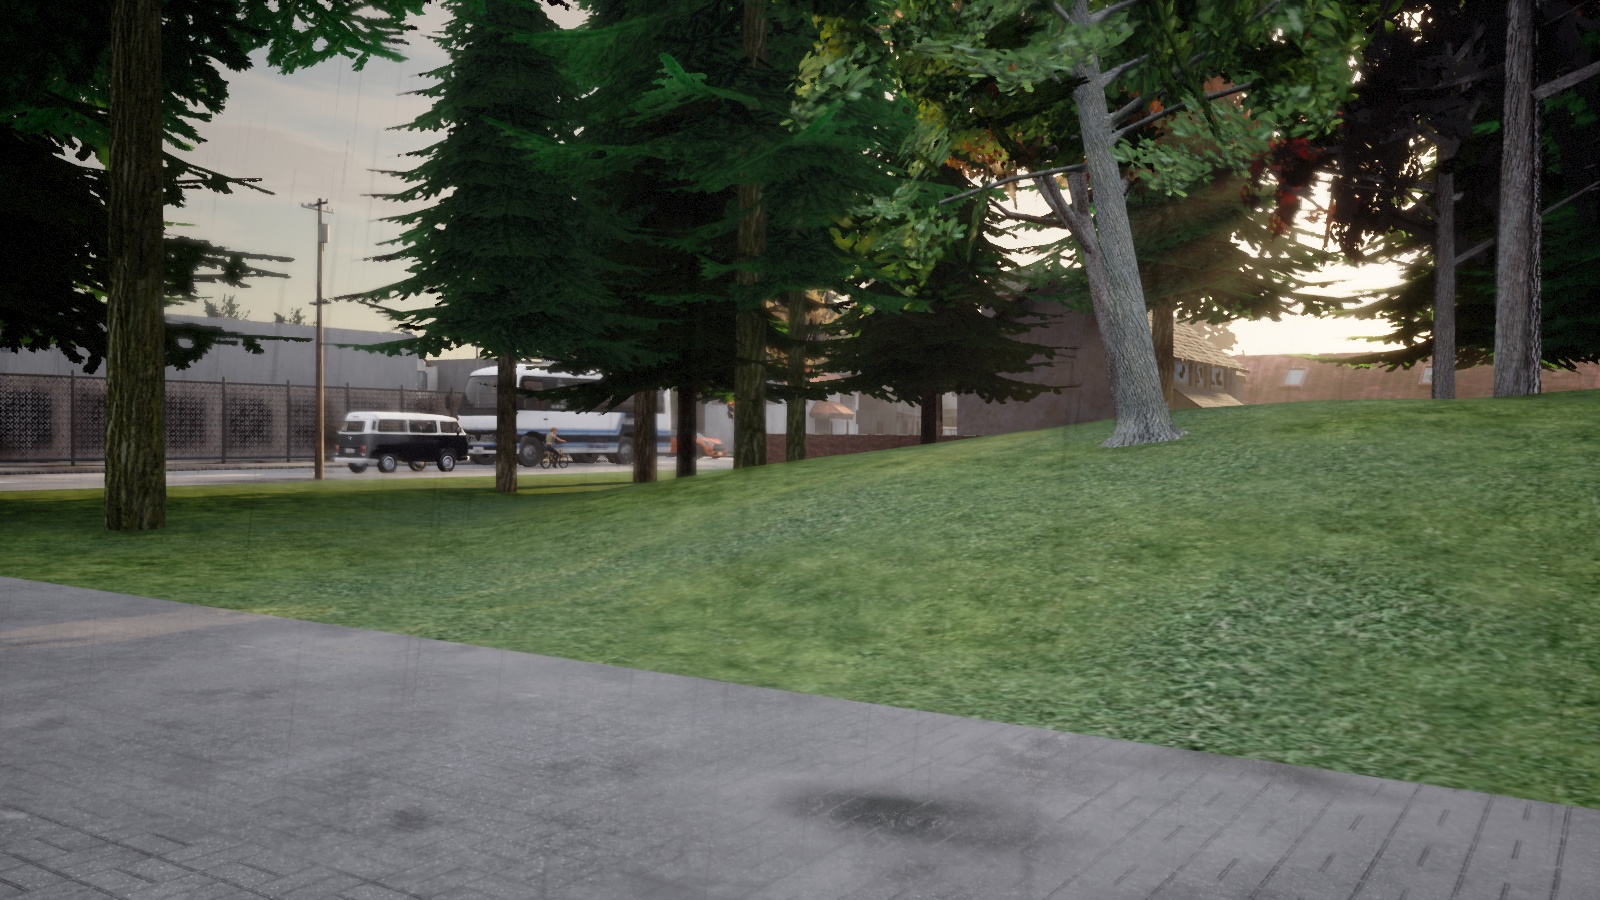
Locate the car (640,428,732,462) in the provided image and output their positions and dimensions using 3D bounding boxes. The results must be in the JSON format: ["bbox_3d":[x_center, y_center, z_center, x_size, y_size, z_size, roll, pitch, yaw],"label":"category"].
[{"bbox_3d":[-6.158,-0.283,68.016,4.553,1.767,2.097,0,1,28],"label":"car"}]

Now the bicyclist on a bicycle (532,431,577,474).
[{"bbox_3d":[-9.428,0.094,48.303,0.866,1.612,1.509,0,1,33],"label":"bicyclist on a bicycle"}]

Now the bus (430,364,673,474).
[{"bbox_3d":[-10.367,-1.287,53.904,3.944,4.253,10.273,0,1,36],"label":"bus"}]

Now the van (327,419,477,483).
[{"bbox_3d":[-13.355,-0.003,42.402,2.069,2.038,4.480,0,1,34],"label":"van"}]
